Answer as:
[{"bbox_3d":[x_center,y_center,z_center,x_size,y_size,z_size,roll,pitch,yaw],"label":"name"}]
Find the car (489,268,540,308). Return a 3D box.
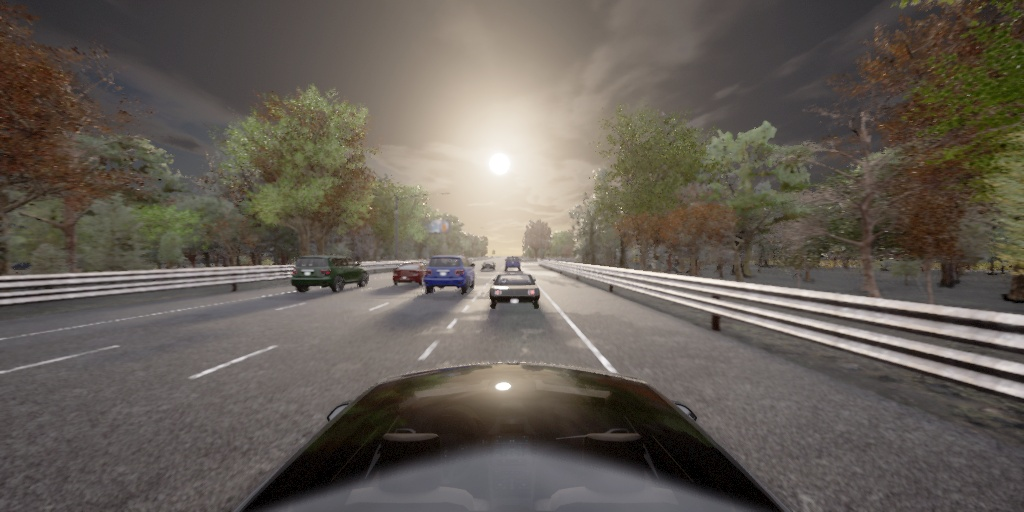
[{"bbox_3d":[0.098,1.355,15.262,1.895,1.301,4.718,0,0,0],"label":"car"}]

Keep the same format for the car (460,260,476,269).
[{"bbox_3d":[-6.911,1.334,56.638,1.994,1.385,4.181,0,0,0],"label":"car"}]

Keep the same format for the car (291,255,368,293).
[{"bbox_3d":[-10.405,0.976,20.915,2.150,2.045,5.566,0,0,0],"label":"car"}]

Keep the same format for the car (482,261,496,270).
[{"bbox_3d":[-3.410,1.370,53.441,1.895,1.301,4.718,0,0,0],"label":"car"}]

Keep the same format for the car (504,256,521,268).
[{"bbox_3d":[0.092,0.992,50.126,2.150,2.045,5.566,0,0,0],"label":"car"}]

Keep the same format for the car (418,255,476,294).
[{"bbox_3d":[-3.404,0.976,20.395,2.150,2.045,5.566,0,0,0],"label":"car"}]

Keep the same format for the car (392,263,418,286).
[{"bbox_3d":[-6.905,1.233,25.478,1.882,1.535,5.008,0,0,0],"label":"car"}]
